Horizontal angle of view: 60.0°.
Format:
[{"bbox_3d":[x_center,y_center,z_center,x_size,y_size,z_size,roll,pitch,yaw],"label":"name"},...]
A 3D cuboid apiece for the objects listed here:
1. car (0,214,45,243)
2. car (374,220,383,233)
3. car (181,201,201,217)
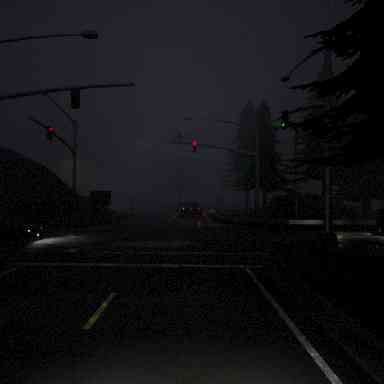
[{"bbox_3d":[-10.757,1.852,17.529,5.357,1.411,2.033,0,-1,0],"label":"car"},{"bbox_3d":[14.204,1.868,21.189,4.553,1.767,2.097,0,-1,0],"label":"car"},{"bbox_3d":[-0.088,1.748,35.984,2.097,1.767,4.553,0,-1,-1],"label":"car"}]
